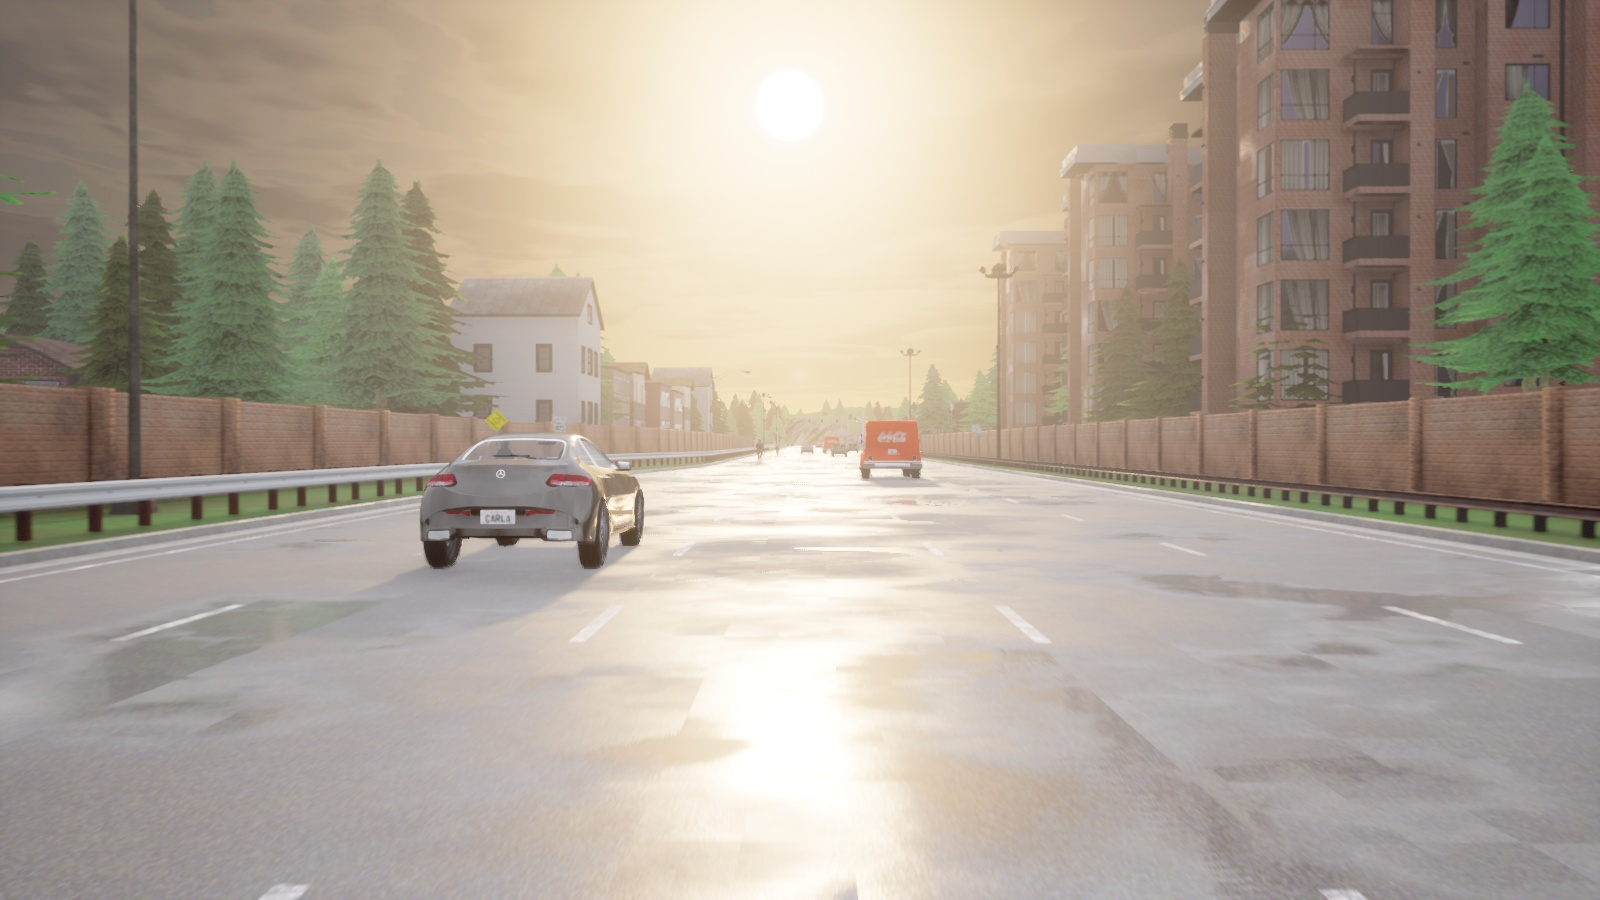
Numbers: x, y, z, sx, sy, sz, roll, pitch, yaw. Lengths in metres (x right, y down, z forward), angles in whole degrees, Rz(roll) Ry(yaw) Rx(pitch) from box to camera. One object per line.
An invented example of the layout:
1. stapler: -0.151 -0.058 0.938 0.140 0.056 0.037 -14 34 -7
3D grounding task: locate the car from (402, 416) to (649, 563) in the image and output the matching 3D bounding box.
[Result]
1. car: -3.390 0.429 16.642 2.152 1.651 5.027 0 0 0

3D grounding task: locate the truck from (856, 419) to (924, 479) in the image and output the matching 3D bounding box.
1. truck: 3.824 -0.042 54.331 2.627 2.467 5.204 0 0 0
